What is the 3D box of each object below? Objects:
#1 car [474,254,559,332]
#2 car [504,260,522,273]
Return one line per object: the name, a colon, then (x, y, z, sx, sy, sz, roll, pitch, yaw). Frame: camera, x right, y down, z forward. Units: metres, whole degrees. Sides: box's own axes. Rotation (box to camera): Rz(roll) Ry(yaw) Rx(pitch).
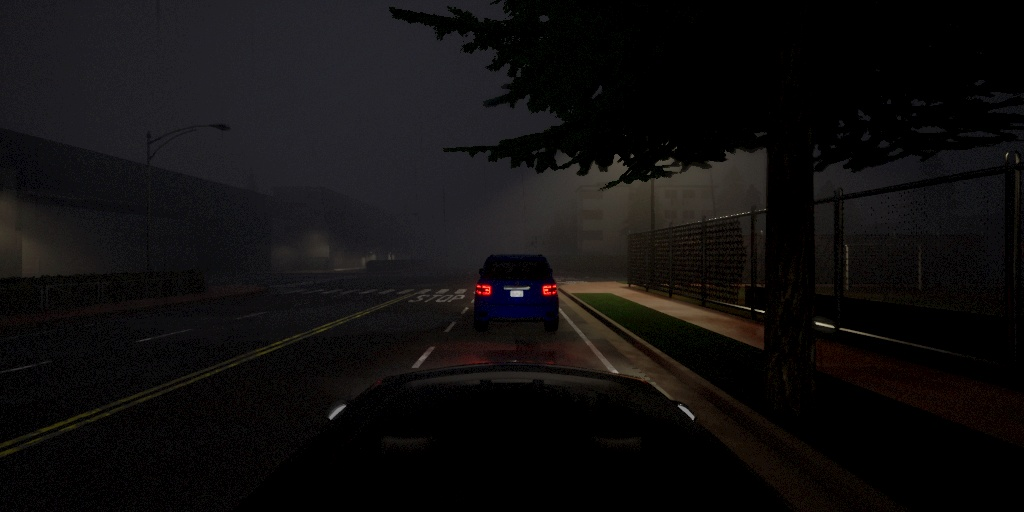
car: (0.119, 0.972, 11.021, 2.150, 2.045, 5.566, 0, 0, 0)
car: (0.052, 1.242, 44.846, 2.128, 1.511, 4.902, 0, 0, 0)
